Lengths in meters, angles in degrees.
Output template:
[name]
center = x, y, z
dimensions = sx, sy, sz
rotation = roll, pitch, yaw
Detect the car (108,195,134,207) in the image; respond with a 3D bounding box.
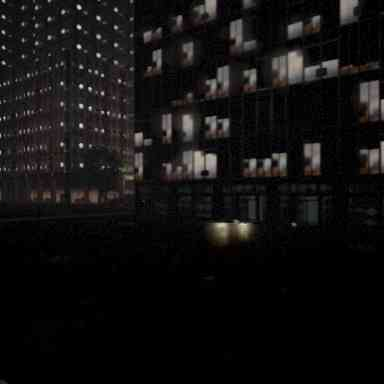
[car]
center = -10.533, 1.363, 51.272
dimensions = 2.192, 1.841, 5.009
rotation = 0, 0, 35
